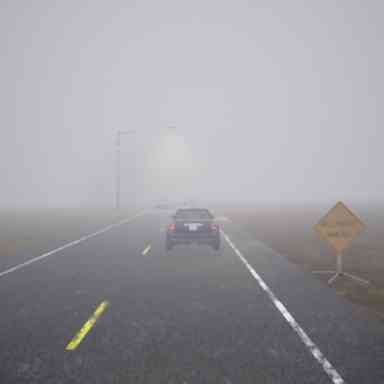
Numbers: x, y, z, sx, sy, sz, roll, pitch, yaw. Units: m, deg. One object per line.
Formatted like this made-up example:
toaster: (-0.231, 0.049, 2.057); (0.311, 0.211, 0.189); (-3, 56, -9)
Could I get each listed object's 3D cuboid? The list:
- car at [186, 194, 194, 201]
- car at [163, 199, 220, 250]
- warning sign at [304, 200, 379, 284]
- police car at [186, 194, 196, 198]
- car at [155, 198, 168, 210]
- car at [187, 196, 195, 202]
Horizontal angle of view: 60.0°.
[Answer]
car: (-0.495, 1.511, 94.083); (2.150, 2.045, 5.566); (0, 0, -2)
car: (0.039, 1.385, 14.727); (2.097, 1.767, 4.553); (0, 0, 0)
warning sign: (3.535, 1.132, 7.994); (1.300, 1.860, 1.060); (0, 0, 0)
police car: (-0.015, 1.648, 78.153); (1.930, 1.638, 5.238); (0, 0, -2)
car: (-3.946, 1.587, 44.938); (1.882, 1.535, 5.008); (0, 0, -1)
car: (-0.304, 1.740, 88.048); (1.882, 1.535, 5.008); (0, 0, -2)
